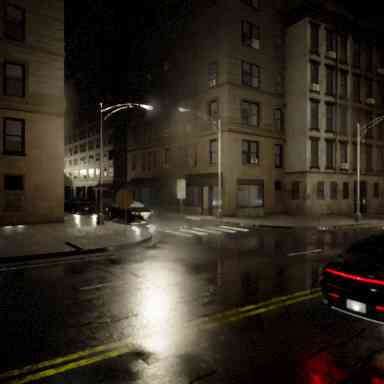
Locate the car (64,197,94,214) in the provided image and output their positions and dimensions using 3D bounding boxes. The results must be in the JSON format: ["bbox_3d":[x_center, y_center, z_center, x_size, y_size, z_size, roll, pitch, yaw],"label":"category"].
[{"bbox_3d":[-11.088,1.228,32.271,1.882,1.535,5.008,0,0,-37],"label":"car"}]

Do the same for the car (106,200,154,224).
[{"bbox_3d":[-4.456,1.347,23.489,2.128,1.511,4.902,0,0,-37],"label":"car"}]

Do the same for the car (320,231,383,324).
[{"bbox_3d":[4.540,1.513,6.547,4.892,1.490,1.837,0,0,-35],"label":"car"}]
